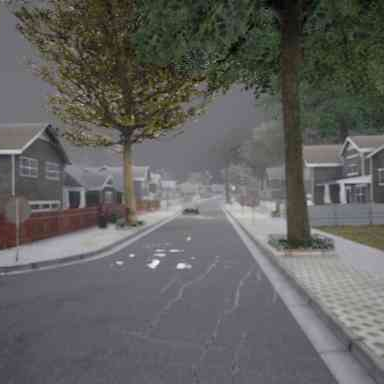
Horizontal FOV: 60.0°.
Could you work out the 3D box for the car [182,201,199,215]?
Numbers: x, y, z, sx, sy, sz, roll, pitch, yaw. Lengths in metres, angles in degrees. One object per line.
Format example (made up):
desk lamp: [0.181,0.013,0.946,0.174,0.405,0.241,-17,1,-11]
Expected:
car: [-0.109,1.929,40.880,1.882,1.535,5.008,-1,0,4]
